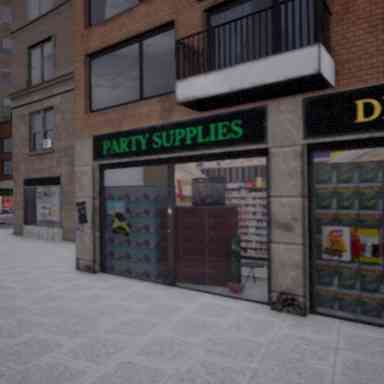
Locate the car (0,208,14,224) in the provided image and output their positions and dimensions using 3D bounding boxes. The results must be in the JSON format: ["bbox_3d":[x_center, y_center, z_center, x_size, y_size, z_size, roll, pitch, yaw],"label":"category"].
[{"bbox_3d":[-14.928,1.924,25.370,1.895,1.301,4.718,-1,-1,35],"label":"car"}]
